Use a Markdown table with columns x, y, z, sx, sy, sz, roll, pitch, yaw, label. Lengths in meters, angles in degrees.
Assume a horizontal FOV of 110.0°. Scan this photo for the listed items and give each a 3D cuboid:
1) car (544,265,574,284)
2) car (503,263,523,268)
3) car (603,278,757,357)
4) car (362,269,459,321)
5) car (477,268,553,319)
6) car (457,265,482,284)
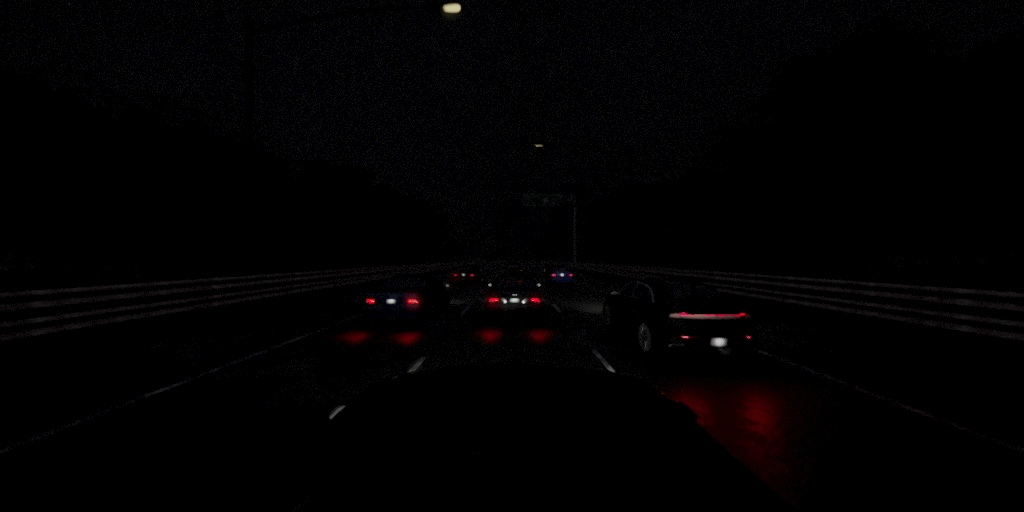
| x | y | z | sx | sy | sz | roll | pitch | yaw | label |
| --- | --- | --- | --- | --- | --- | --- | --- | --- | --- |
| 3.585 | 1.409 | 27.932 | 2.033 | 1.411 | 5.357 | 0 | 0 | 0 | car |
| 0.094 | 1.417 | 33.923 | 1.812 | 1.442 | 4.674 | 0 | 0 | 0 | car |
| 3.561 | 1.269 | 8.576 | 2.128 | 1.511 | 4.902 | 0 | 0 | 0 | car |
| -3.415 | 1.341 | 12.662 | 2.033 | 1.411 | 5.357 | 0 | 0 | 0 | car |
| 0.085 | 1.342 | 12.926 | 2.033 | 1.411 | 5.357 | 0 | 0 | 0 | car |
| -3.415 | 1.410 | 27.943 | 2.033 | 1.411 | 5.357 | 0 | 0 | 0 | car |
